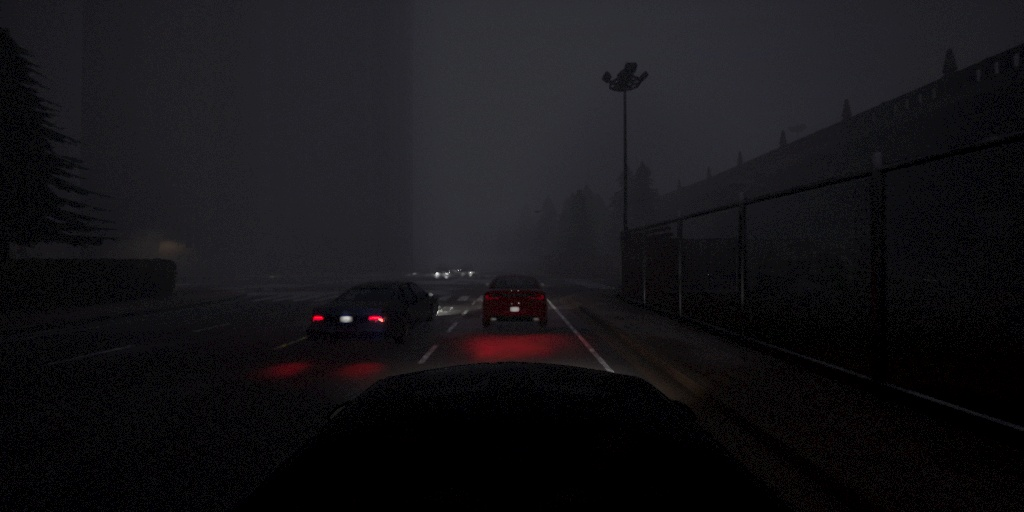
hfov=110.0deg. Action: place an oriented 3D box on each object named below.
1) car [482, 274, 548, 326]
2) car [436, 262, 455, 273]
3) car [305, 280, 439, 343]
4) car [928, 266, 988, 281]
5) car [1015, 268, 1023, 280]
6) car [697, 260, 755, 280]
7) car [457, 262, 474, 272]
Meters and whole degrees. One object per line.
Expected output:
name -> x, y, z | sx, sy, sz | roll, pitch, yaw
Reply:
car -> 0.103, 1.337, 12.100 | 1.882, 1.535, 5.008 | 0, -1, 1
car -> -10.636, 1.922, 56.131 | 1.895, 1.301, 4.718 | 0, -1, -1
car -> -3.424, 1.384, 9.933 | 2.033, 1.411, 5.357 | 0, -1, 0
car -> 44.601, 1.733, 35.930 | 4.181, 1.385, 1.994 | 0, -1, 2
car -> 49.384, 1.410, 32.262 | 5.566, 2.045, 2.150 | 0, -1, 5
car -> 21.776, 1.389, 36.109 | 5.566, 2.045, 2.150 | 0, -1, 0
car -> -7.242, 1.907, 58.303 | 1.994, 1.385, 4.181 | 0, 0, -2
